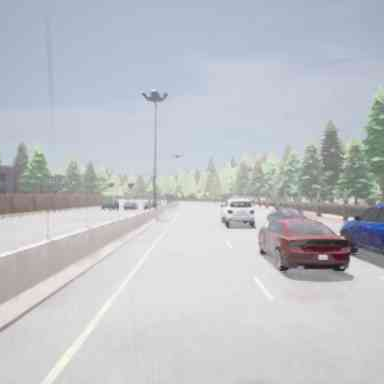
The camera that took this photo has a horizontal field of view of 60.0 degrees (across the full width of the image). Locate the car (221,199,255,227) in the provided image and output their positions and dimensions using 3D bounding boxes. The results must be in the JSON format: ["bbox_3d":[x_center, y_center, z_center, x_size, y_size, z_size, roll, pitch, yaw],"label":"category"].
[{"bbox_3d":[3.527,1.589,26.134,2.150,2.045,5.566,0,-1,0],"label":"car"}]

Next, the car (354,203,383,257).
[{"bbox_3d":[7.028,1.380,11.151,2.150,2.045,5.566,0,-1,0],"label":"car"}]

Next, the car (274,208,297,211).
[{"bbox_3d":[7.017,1.899,25.111,2.033,1.411,5.357,0,-1,0],"label":"car"}]

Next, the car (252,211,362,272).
[{"bbox_3d":[3.532,1.638,11.372,1.882,1.535,5.008,0,-1,1],"label":"car"}]
